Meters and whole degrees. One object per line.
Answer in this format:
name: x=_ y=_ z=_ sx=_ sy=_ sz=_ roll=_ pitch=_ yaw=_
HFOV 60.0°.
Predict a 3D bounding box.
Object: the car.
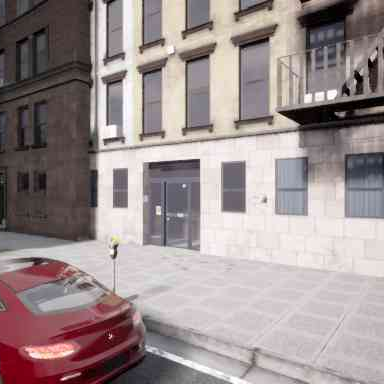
car: x=-2.474 y=1.582 z=4.575 sx=4.206 sy=1.307 sz=1.802 roll=0 pitch=0 yaw=36
